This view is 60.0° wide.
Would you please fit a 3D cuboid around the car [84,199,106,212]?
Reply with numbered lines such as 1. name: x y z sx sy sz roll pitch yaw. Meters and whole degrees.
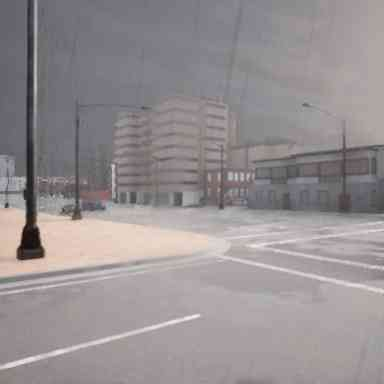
1. car: -15.559 2.073 52.549 2.150 2.045 5.566 0 -1 -36

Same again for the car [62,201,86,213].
1. car: -17.989 2.427 49.942 1.895 1.301 4.718 0 -1 -36

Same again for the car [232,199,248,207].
1. car: 9.327 1.987 62.709 1.970 1.475 3.806 0 -1 -37
